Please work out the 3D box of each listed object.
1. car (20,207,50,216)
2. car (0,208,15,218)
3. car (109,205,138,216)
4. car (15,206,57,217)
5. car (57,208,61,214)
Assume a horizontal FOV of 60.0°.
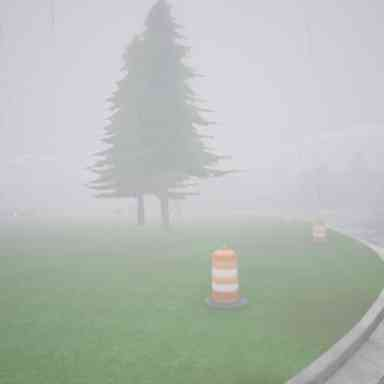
[{"bbox_3d":[-28.338,3.498,59.977,4.674,1.442,1.812,-2,-1,13],"label":"car"},{"bbox_3d":[-29.768,3.369,53.117,4.902,1.511,2.128,-2,-1,13],"label":"car"},{"bbox_3d":[-9.668,2.729,48.707,4.902,1.511,2.128,-2,-1,13],"label":"car"},{"bbox_3d":[-24.373,3.199,52.022,4.902,1.511,2.128,-2,-1,12],"label":"car"},{"bbox_3d":[-27.478,3.523,63.370,4.892,1.490,1.837,-1,-1,13],"label":"car"}]
